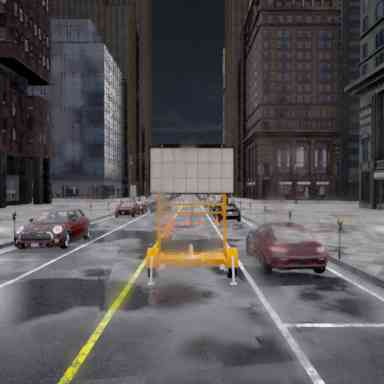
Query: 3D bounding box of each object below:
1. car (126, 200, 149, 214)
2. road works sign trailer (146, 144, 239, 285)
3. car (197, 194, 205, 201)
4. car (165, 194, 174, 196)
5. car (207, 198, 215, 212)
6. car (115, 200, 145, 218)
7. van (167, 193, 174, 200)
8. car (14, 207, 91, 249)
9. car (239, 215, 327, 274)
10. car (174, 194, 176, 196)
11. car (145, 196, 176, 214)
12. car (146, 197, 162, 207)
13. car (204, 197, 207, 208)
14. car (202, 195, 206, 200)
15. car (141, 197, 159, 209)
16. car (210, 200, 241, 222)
[{"bbox_3d":[-5.815,1.554,35.743,1.802,1.307,4.206,-1,0,0],"label":"car"},{"bbox_3d":[-0.002,0.460,9.445,2.380,3.560,2.880,0,0,-1],"label":"road works sign trailer"},{"bbox_3d":[2.660,1.388,79.037,1.752,1.417,4.829,-1,0,0],"label":"car"},{"bbox_3d":[-5.864,1.446,78.848,1.802,1.307,4.206,-1,0,0],"label":"car"},{"bbox_3d":[2.716,1.544,31.076,1.947,1.339,4.313,-1,0,0],"label":"car"},{"bbox_3d":[-5.809,1.524,30.366,1.887,1.381,4.507,-1,0,0],"label":"car"},{"bbox_3d":[-5.880,1.162,90.208,1.690,1.788,3.998,-1,0,0],"label":"van"},{"bbox_3d":[-5.792,1.433,14.231,1.967,1.590,4.097,-1,0,0],"label":"car"},{"bbox_3d":[2.740,1.577,10.264,1.802,1.307,4.206,-1,0,0],"label":"car"},{"bbox_3d":[-5.874,1.158,84.528,2.192,1.841,5.009,-1,0,0],"label":"car"},{"bbox_3d":[-3.136,1.466,34.161,2.128,1.511,4.902,0,0,0],"label":"car"},{"bbox_3d":[-5.834,1.507,51.878,1.947,1.339,4.313,-1,0,0],"label":"car"},{"bbox_3d":[2.709,1.522,36.277,2.008,1.369,4.403,-1,0,0],"label":"car"},{"bbox_3d":[2.697,1.478,46.853,1.752,1.417,4.829,-1,0,0],"label":"car"},{"bbox_3d":[-5.828,1.504,46.499,2.008,1.369,4.403,-1,0,0],"label":"car"},{"bbox_3d":[2.722,1.550,25.872,1.947,1.339,4.313,-1,0,0],"label":"car"}]
